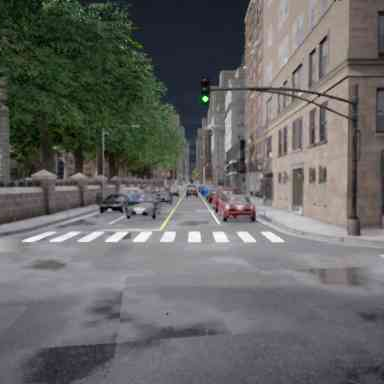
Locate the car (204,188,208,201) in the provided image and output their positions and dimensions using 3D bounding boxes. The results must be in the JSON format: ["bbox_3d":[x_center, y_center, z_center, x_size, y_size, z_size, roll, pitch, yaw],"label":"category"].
[{"bbox_3d":[2.667,0.524,36.681,1.887,1.381,4.507,0,2,0],"label":"car"}]

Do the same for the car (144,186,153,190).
[{"bbox_3d":[-5.858,0.419,36.693,1.967,1.590,4.097,0,2,0],"label":"car"}]

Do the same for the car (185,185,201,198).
[{"bbox_3d":[-0.002,0.075,51.461,1.837,1.490,4.892,0,2,0],"label":"car"}]

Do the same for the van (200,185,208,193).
[{"bbox_3d":[2.665,-0.729,74.518,1.690,1.788,3.998,0,2,0],"label":"van"}]

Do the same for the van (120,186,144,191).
[{"bbox_3d":[-5.857,0.470,31.284,1.690,1.788,3.998,0,2,0],"label":"van"}]

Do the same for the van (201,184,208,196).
[{"bbox_3d":[2.667,-0.129,52.894,1.690,1.788,3.998,0,2,0],"label":"van"}]

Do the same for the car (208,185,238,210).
[{"bbox_3d":[2.668,0.594,25.862,2.192,1.841,5.009,0,2,0],"label":"car"}]

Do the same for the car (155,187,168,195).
[{"bbox_3d":[-5.860,-0.219,63.722,2.008,1.369,4.403,0,2,0],"label":"car"}]

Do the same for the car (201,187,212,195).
[{"bbox_3d":[2.665,-0.204,63.712,1.947,1.339,4.313,0,2,0],"label":"car"}]

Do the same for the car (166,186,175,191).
[{"bbox_3d":[-5.861,-0.971,90.748,2.008,1.369,4.403,0,2,0],"label":"car"}]

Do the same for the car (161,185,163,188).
[{"bbox_3d":[-5.859,-0.030,52.909,1.967,1.590,4.097,0,2,0],"label":"car"}]

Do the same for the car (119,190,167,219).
[{"bbox_3d":[-3.097,0.877,22.036,2.128,1.511,4.902,0,2,0],"label":"car"}]

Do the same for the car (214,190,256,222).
[{"bbox_3d":[2.669,0.869,20.460,1.967,1.590,4.097,0,2,0],"label":"car"}]

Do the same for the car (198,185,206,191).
[{"bbox_3d":[2.665,-1.081,90.740,1.967,1.590,4.097,0,2,0],"label":"car"}]

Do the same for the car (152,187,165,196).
[{"bbox_3d":[-5.859,-0.075,58.317,1.887,1.381,4.507,0,2,0],"label":"car"}]

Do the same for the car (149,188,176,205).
[{"bbox_3d":[-3.100,0.580,35.355,1.994,1.385,4.181,0,2,-1],"label":"car"}]

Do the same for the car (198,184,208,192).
[{"bbox_3d":[2.665,-0.905,79.925,2.192,1.841,5.009,0,2,0],"label":"car"}]

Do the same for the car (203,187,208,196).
[{"bbox_3d":[2.667,0.411,42.088,1.802,1.307,4.206,0,2,0],"label":"car"}]

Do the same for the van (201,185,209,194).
[{"bbox_3d":[2.666,-0.579,69.113,1.690,1.788,3.998,0,2,0],"label":"van"}]

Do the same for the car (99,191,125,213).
[{"bbox_3d":[-5.857,0.844,25.886,1.947,1.339,4.313,0,2,0],"label":"car"}]

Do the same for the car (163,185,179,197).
[{"bbox_3d":[-3.035,0.019,52.481,1.882,1.535,5.008,0,1,0],"label":"car"}]

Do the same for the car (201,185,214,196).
[{"bbox_3d":[2.667,-0.305,58.299,2.192,1.841,5.009,0,2,0],"label":"car"}]
